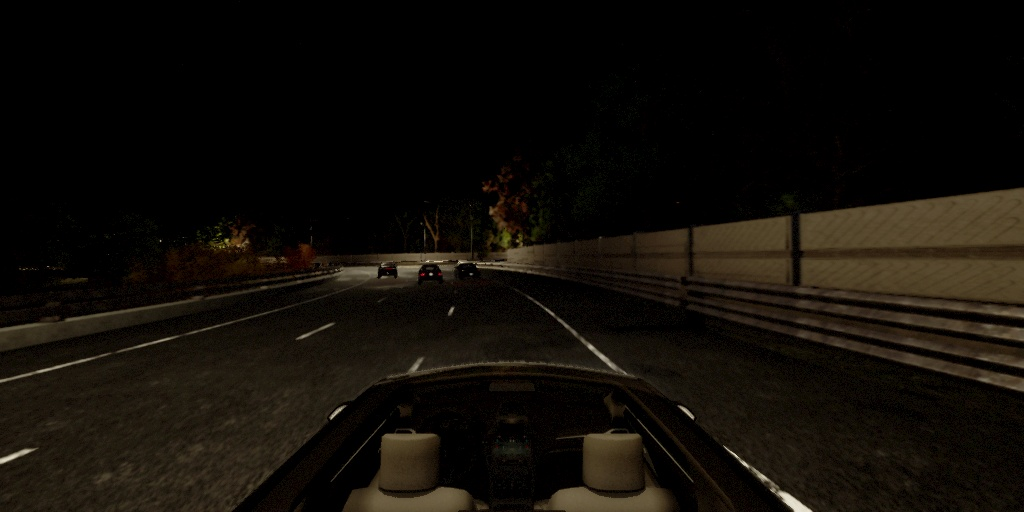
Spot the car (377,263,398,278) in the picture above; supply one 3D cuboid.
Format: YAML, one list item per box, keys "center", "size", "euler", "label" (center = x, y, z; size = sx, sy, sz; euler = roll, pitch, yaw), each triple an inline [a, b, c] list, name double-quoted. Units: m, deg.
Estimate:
- center: [-12.877, 1.468, 37.213]
  size: [2.128, 1.511, 4.902]
  euler: [-1, 0, -19]
  label: "car"

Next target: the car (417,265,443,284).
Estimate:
- center: [-6.613, 1.415, 28.901]
  size: [2.033, 1.411, 5.357]
  euler: [-1, 0, -15]
  label: "car"

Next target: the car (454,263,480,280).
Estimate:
- center: [-4.067, 1.349, 32.367]
  size: [1.812, 1.442, 4.674]
  euler: [-1, 0, -16]
  label: "car"
